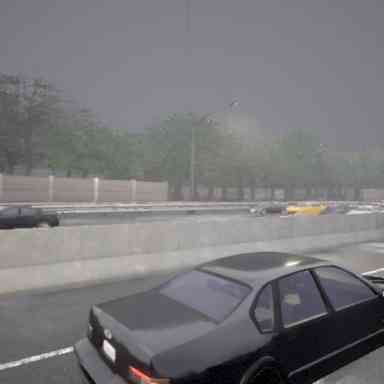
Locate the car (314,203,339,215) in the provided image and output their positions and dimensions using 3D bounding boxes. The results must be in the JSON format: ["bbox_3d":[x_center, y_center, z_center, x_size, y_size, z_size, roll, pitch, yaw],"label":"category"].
[{"bbox_3d":[13.685,1.893,30.828,4.181,1.385,1.994,1,0,-35],"label":"car"}]

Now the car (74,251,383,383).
[{"bbox_3d":[1.257,1.586,4.641,5.357,1.411,2.033,1,0,-35],"label":"car"}]

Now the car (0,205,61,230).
[{"bbox_3d":[-9.950,1.501,18.379,5.008,1.535,1.882,1,-1,-36],"label":"car"}]

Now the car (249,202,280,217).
[{"bbox_3d":[8.187,1.799,35.517,4.902,1.511,2.128,1,0,-35],"label":"car"}]

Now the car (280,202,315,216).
[{"bbox_3d":[11.614,1.805,33.650,5.008,1.535,1.882,1,0,-35],"label":"car"}]

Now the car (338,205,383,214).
[{"bbox_3d":[14.199,1.834,26.911,4.674,1.442,1.812,1,0,-35],"label":"car"}]

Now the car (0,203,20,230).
[{"bbox_3d":[-13.309,1.496,20.019,4.902,1.511,2.128,1,0,-37],"label":"car"}]
